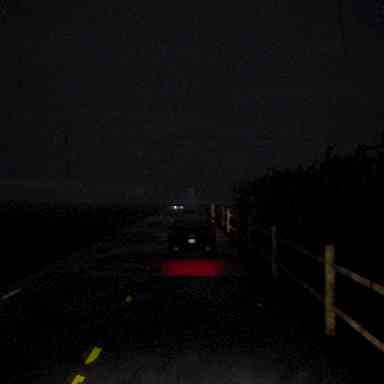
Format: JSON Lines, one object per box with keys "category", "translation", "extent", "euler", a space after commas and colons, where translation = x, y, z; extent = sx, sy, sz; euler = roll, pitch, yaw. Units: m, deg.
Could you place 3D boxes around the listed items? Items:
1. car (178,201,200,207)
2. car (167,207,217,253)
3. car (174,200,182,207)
{"category": "car", "translation": [-0.004, 1.842, 29.491], "extent": [1.882, 1.535, 5.008], "euler": [0, -1, 0]}
{"category": "car", "translation": [0.000, 1.638, 14.478], "extent": [1.882, 1.535, 5.008], "euler": [0, 0, 0]}
{"category": "car", "translation": [-2.773, 2.390, 71.005], "extent": [1.812, 1.442, 4.674], "euler": [0, -1, 0]}
